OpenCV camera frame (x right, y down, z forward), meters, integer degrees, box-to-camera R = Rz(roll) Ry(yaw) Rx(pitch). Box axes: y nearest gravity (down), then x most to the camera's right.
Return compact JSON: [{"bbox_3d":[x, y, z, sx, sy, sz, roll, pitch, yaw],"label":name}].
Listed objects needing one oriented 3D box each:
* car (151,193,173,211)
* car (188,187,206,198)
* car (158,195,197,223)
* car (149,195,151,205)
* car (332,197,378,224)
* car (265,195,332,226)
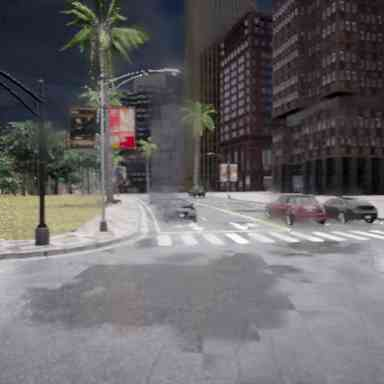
[{"bbox_3d":[-2.439,0.902,31.006,2.128,1.511,4.902,0,1,-9],"label":"car"},{"bbox_3d":[0.888,-0.004,62.038,2.150,2.045,5.566,0,1,-14],"label":"car"},{"bbox_3d":[-0.915,1.157,21.438,1.994,1.385,4.181,0,1,-9],"label":"car"},{"bbox_3d":[-4.239,0.783,40.863,1.994,1.385,4.181,0,1,-12],"label":"car"},{"bbox_3d":[9.267,1.078,20.567,1.837,1.490,4.892,0,1,-8],"label":"car"},{"bbox_3d":[6.055,0.947,20.052,2.097,1.767,4.553,0,1,-8],"label":"car"}]
